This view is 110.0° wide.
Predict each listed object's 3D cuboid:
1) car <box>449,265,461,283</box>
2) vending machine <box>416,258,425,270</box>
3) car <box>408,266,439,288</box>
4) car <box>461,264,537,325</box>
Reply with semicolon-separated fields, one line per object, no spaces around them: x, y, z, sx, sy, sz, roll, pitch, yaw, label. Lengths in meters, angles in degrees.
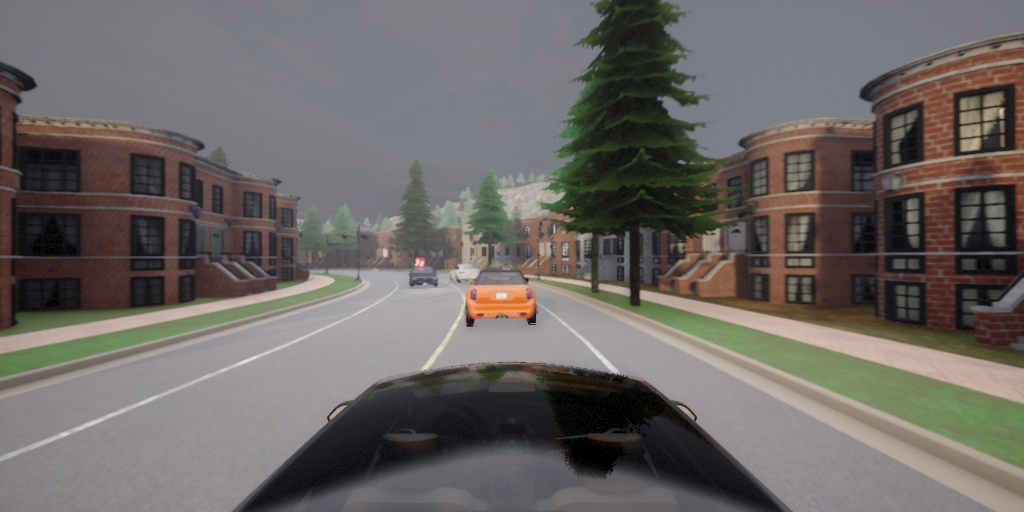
-3.924;1.414;29.499;1.812;1.442;4.674;0;0;-20;car
-13.661;1.227;53.501;0.880;2.100;1.100;0;0;42;vending machine
-6.317;1.427;25.491;2.033;1.411;5.357;0;0;-17;car
-0.451;1.150;12.183;2.097;1.767;4.553;0;0;-4;car
